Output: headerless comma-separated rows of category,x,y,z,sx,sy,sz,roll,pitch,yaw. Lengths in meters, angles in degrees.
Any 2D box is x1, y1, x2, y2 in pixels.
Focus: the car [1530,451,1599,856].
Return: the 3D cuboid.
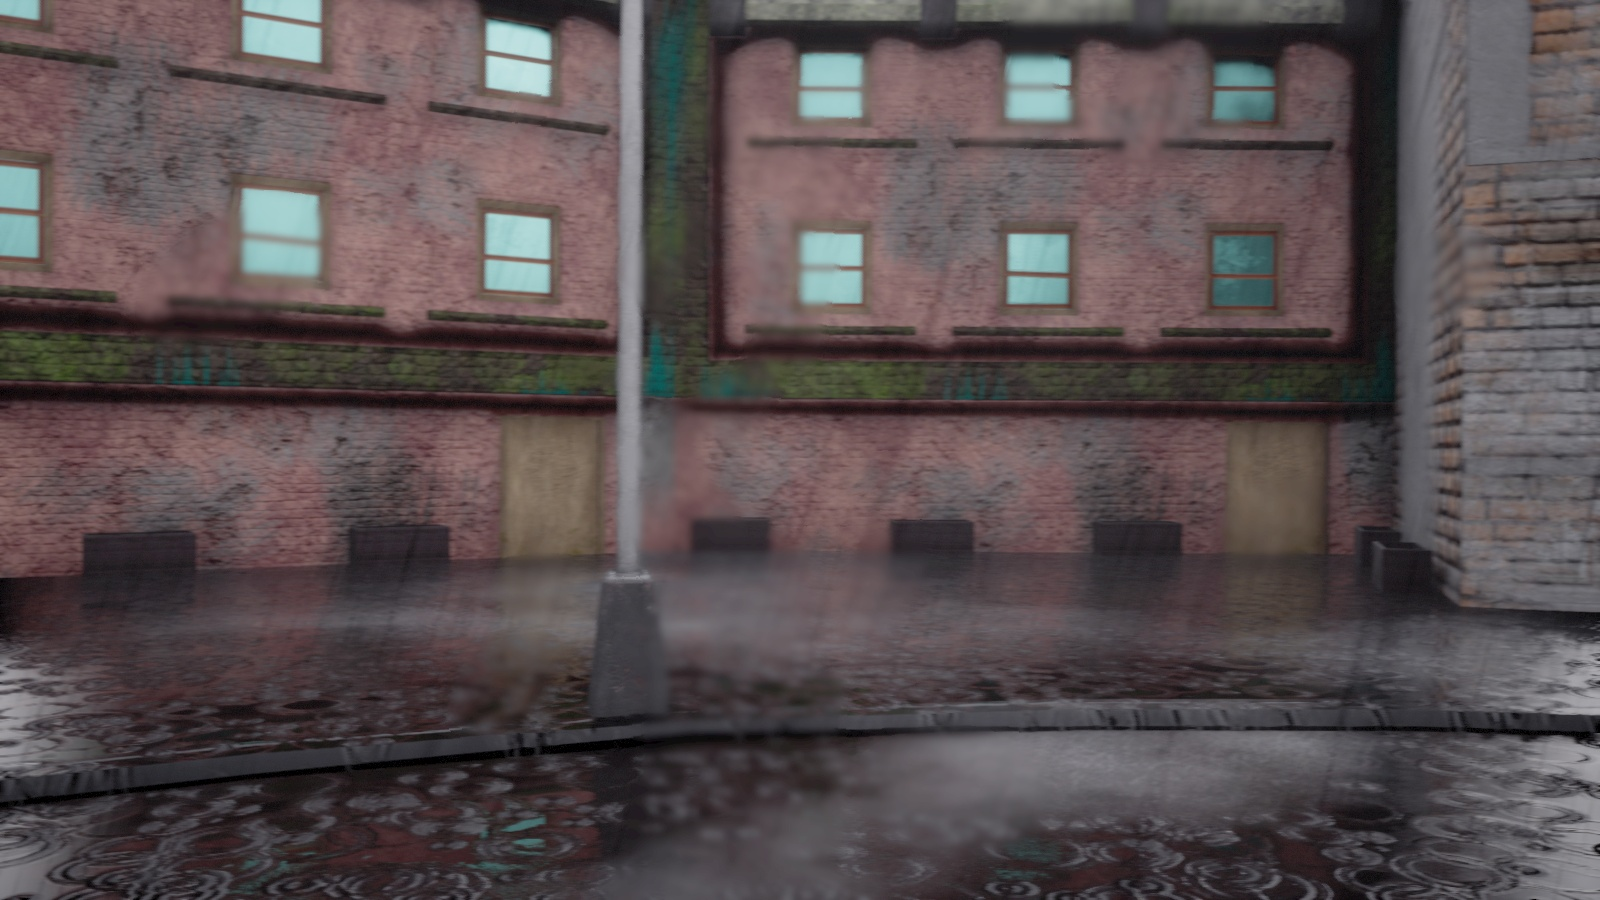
car,4.951,0.749,4.051,4.193,1.474,1.816,0,0,18
